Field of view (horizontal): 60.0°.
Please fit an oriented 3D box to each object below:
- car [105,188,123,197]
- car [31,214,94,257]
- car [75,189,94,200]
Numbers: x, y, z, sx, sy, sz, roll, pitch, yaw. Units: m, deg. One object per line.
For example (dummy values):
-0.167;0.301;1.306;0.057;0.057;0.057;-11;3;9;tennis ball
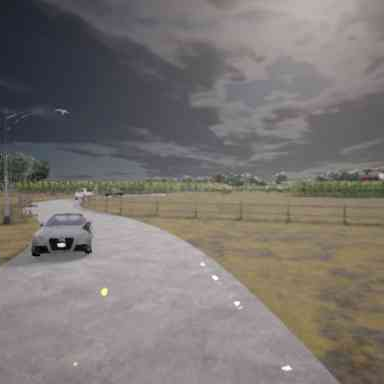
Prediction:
-18.026;0.156;77.604;2.150;2.045;5.566;-1;1;18;car
-4.900;1.561;13.018;1.994;1.385;4.181;0;1;-16;car
-20.134;0.401;62.303;2.150;2.045;5.566;0;1;0;car
